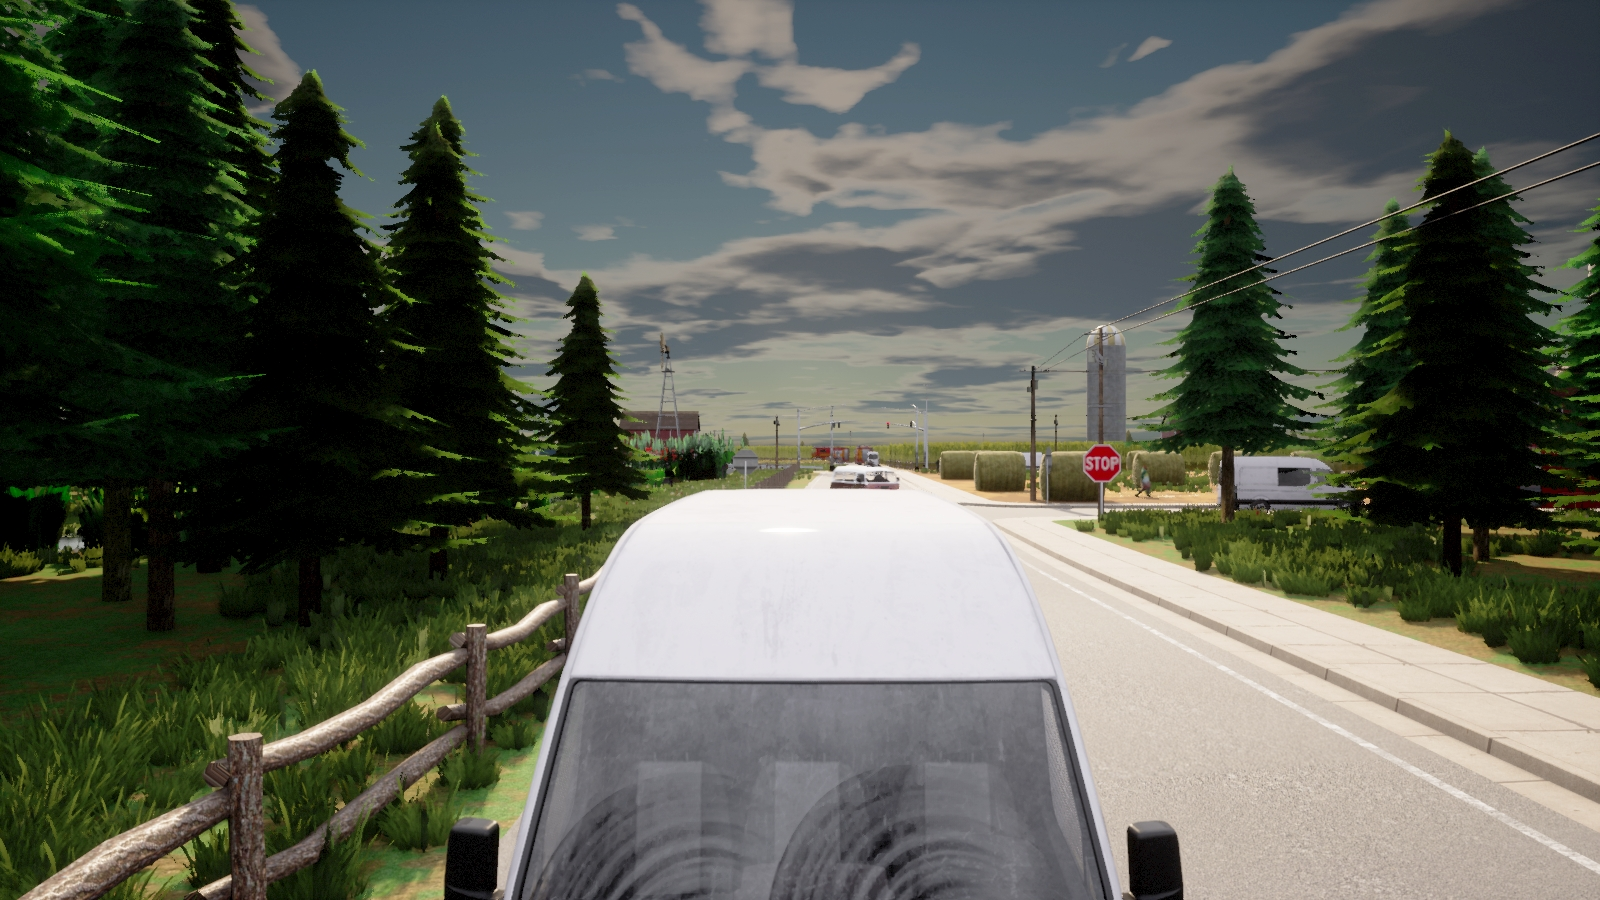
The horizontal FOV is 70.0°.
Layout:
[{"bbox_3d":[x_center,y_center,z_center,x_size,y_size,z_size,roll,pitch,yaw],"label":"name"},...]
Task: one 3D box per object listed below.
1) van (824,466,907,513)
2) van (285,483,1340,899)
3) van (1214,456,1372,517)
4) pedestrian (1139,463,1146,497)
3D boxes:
[{"bbox_3d":[2.939,1.760,52.578,2.069,2.038,4.480,0,0,-22],"label":"van"},{"bbox_3d":[0.056,1.508,5.110,1.988,2.561,5.915,0,0,1],"label":"van"},{"bbox_3d":[21.098,1.534,49.063,5.915,2.561,1.988,0,0,-1],"label":"van"},{"bbox_3d":[19.100,1.682,63.685,0.375,1.860,0.375,0,0,21],"label":"pedestrian"}]
